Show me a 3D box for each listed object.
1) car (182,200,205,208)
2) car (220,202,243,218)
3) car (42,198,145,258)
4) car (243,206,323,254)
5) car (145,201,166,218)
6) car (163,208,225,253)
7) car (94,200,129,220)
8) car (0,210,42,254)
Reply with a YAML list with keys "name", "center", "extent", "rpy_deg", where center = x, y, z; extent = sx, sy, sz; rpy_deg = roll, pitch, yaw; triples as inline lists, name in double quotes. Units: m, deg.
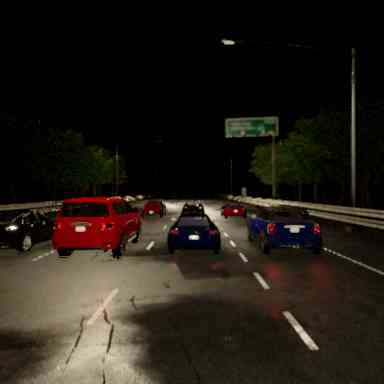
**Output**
- name: "car"
  center: [0.128, 1.475, 28.939]
  extent: [2.128, 1.511, 4.902]
  rpy_deg: [0, 0, 1]
- name: "car"
  center: [3.632, 1.546, 29.534]
  extent: [1.994, 1.385, 4.181]
  rpy_deg: [0, 0, 0]
- name: "car"
  center: [-3.421, 1.220, 12.955]
  extent: [2.150, 2.045, 5.566]
  rpy_deg: [0, 0, 1]
- name: "car"
  center: [3.587, 1.347, 13.678]
  extent: [2.097, 1.767, 4.553]
  rpy_deg: [0, 0, 0]
- name: "car"
  center: [-3.365, 1.507, 29.955]
  extent: [1.812, 1.442, 4.674]
  rpy_deg: [0, 0, 0]
- name: "car"
  center: [0.086, 1.559, 13.666]
  extent: [1.994, 1.385, 4.181]
  rpy_deg: [0, 0, 0]
- name: "car"
  center: [-6.871, 1.489, 29.074]
  extent: [1.837, 1.490, 4.892]
  rpy_deg: [0, 1, 0]
- name: "car"
  center: [-6.914, 1.500, 13.533]
  extent: [1.837, 1.490, 4.892]
  rpy_deg: [0, 0, 0]
